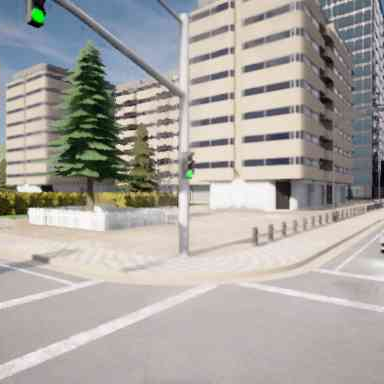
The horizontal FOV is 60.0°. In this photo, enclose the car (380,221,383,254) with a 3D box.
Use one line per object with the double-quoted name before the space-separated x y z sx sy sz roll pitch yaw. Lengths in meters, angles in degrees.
"car" 8.558 1.525 12.834 1.812 1.442 4.674 0 0 37
